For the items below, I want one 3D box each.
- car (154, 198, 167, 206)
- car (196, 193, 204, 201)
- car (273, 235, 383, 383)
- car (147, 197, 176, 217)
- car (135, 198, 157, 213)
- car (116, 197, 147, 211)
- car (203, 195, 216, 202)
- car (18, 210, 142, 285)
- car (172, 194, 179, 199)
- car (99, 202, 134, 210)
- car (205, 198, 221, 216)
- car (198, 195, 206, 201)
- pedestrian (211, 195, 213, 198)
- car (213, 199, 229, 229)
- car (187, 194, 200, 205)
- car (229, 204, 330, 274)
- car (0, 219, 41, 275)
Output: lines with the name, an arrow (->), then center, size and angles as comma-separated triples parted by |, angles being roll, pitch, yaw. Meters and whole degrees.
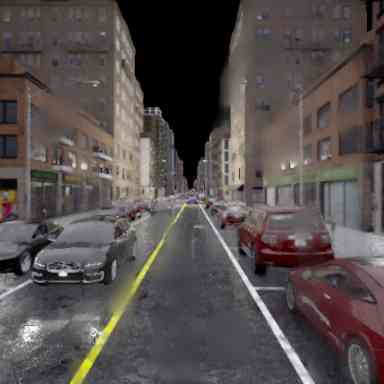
car -> -5.320, 1.657, 55.972 | 1.802, 1.307, 4.206 | 0, 0, 0
car -> 4.146, 1.471, 73.380 | 5.357, 1.411, 2.033 | 0, 0, -21
car -> 2.644, 1.590, 4.833 | 1.802, 1.307, 4.206 | 0, 0, 0
car -> -2.808, 1.548, 31.509 | 1.837, 1.490, 4.892 | 0, 0, 0
car -> -5.340, 1.493, 38.927 | 1.967, 1.590, 4.097 | 0, 0, 0
car -> -5.354, 1.353, 27.563 | 2.192, 1.841, 5.009 | 0, 0, 0
car -> 2.804, 1.539, 44.954 | 1.882, 1.535, 5.008 | 0, 0, 0
car -> -2.791, 1.518, 9.659 | 1.837, 1.490, 4.892 | 0, 0, 0
car -> -5.283, 1.660, 88.530 | 2.008, 1.369, 4.403 | 0, 0, 0
car -> -5.361, 1.597, 21.881 | 1.947, 1.339, 4.313 | 0, 0, 0
car -> 2.678, 1.597, 33.239 | 2.008, 1.369, 4.403 | 0, 0, 0
car -> 2.753, 1.666, 93.927 | 2.008, 1.369, 4.403 | 0, 0, 0
pedestrian -> 2.808, 1.359, 47.959 | 0.375, 1.860, 0.375 | 0, 0, -10
car -> 2.664, 1.471, 21.877 | 1.967, 1.590, 4.097 | 0, 0, 0
car -> 0.092, 1.607, 61.100 | 1.812, 1.442, 4.674 | 0, 0, 1
car -> 2.651, 1.331, 10.515 | 2.192, 1.841, 5.009 | 0, 0, 0
car -> -5.374, 1.582, 10.518 | 1.947, 1.339, 4.313 | 0, 0, 0
